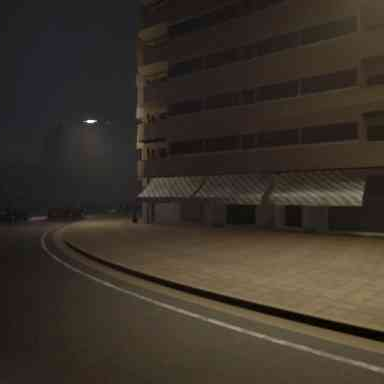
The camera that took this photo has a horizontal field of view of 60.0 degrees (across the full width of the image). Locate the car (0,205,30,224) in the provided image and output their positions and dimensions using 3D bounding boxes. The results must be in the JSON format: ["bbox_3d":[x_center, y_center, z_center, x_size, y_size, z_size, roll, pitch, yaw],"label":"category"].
[{"bbox_3d":[-15.117,1.812,27.532,2.128,1.511,4.902,0,0,-5],"label":"car"}]

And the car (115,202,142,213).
[{"bbox_3d":[-8.182,2.051,44.778,1.895,1.301,4.718,-1,-1,28],"label":"car"}]

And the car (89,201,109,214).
[{"bbox_3d":[-12.753,1.945,43.020,2.128,1.511,4.902,0,-1,21],"label":"car"}]

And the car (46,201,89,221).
[{"bbox_3d":[-11.841,1.820,31.415,1.882,1.535,5.008,0,0,3],"label":"car"}]
